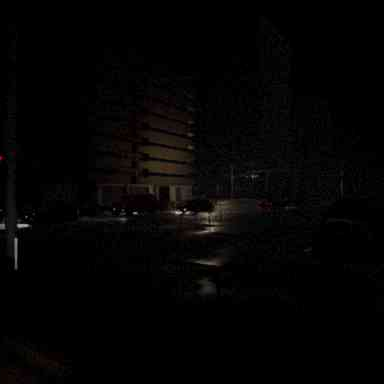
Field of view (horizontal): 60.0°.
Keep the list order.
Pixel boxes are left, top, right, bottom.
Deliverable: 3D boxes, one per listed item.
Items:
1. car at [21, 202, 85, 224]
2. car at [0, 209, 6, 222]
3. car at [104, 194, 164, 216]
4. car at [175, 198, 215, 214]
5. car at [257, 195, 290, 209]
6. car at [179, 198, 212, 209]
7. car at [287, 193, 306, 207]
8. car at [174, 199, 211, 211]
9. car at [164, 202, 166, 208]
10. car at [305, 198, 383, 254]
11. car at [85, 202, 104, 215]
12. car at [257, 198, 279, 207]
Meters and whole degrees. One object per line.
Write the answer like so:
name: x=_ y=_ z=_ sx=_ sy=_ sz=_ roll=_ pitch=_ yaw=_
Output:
car: x=-10.814 y=1.598 z=25.567 sx=1.994 sy=1.385 sz=4.181 roll=0 pitch=0 yaw=34
car: x=-15.841 y=1.642 z=24.387 sx=1.895 sy=1.301 sz=4.718 roll=0 pitch=0 yaw=34
car: x=-5.674 y=1.253 z=33.144 sx=2.150 sy=2.045 sz=5.566 roll=0 pitch=0 yaw=34
car: x=0.649 y=1.529 z=35.883 sx=1.837 sy=1.490 sz=4.892 roll=0 pitch=0 yaw=34
car: x=10.969 y=1.563 z=44.870 sx=2.033 sy=1.411 sz=5.357 roll=0 pitch=0 yaw=34
car: x=0.583 y=1.581 z=48.538 sx=2.033 sy=1.411 sz=5.357 roll=0 pitch=0 yaw=35
car: x=16.657 y=1.235 z=53.268 sx=2.150 sy=2.045 sz=5.566 roll=0 pitch=0 yaw=34
car: x=0.175 y=1.577 z=41.754 sx=2.033 sy=1.411 sz=5.357 roll=0 pitch=0 yaw=34
car: x=-5.289 y=1.584 z=39.949 sx=2.033 sy=1.411 sz=5.357 roll=0 pitch=0 yaw=34
car: x=6.079 y=1.153 z=12.797 sx=1.932 sy=1.855 sz=4.605 roll=0 pitch=0 yaw=34
car: x=-10.701 y=1.640 z=31.970 sx=1.895 sy=1.301 sz=4.718 roll=0 pitch=0 yaw=34
car: x=12.101 y=1.620 z=52.777 sx=1.895 sy=1.301 sz=4.718 roll=0 pitch=0 yaw=34
